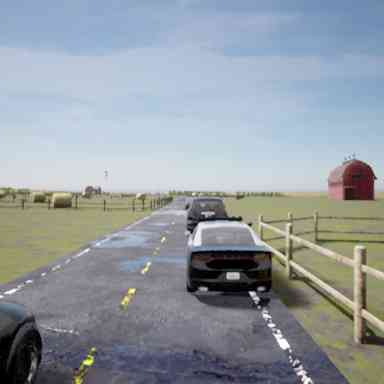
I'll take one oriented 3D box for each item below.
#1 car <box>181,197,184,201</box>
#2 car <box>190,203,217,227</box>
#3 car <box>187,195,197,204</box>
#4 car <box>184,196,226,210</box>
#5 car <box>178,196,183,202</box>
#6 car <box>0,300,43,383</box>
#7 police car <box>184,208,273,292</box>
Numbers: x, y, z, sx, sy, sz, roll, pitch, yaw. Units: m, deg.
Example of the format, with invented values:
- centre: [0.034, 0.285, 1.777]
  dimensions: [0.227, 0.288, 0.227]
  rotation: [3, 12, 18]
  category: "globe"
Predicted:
- centre: [-0.034, 1.744, 45.908]
  dimensions: [2.033, 1.411, 5.357]
  rotation: [0, 0, 1]
  category: "car"
- centre: [0.790, 1.613, 25.058]
  dimensions: [1.837, 1.490, 4.892]
  rotation: [0, 0, 0]
  category: "car"
- centre: [-0.098, 1.575, 71.502]
  dimensions: [2.097, 1.767, 4.553]
  rotation: [0, 0, 0]
  category: "car"
- centre: [0.798, 1.307, 19.089]
  dimensions: [2.150, 2.045, 5.566]
  rotation: [0, 0, 0]
  category: "car"
- centre: [-2.873, 1.896, 90.298]
  dimensions: [1.812, 1.442, 4.674]
  rotation: [0, 0, 0]
  category: "car"
- centre: [-2.753, 1.574, 2.246]
  dimensions: [1.994, 1.385, 4.181]
  rotation: [0, 0, 0]
  category: "car"
- centre: [0.812, 1.465, 9.168]
  dimensions: [1.930, 1.638, 5.238]
  rotation: [0, 0, 0]
  category: "police car"
